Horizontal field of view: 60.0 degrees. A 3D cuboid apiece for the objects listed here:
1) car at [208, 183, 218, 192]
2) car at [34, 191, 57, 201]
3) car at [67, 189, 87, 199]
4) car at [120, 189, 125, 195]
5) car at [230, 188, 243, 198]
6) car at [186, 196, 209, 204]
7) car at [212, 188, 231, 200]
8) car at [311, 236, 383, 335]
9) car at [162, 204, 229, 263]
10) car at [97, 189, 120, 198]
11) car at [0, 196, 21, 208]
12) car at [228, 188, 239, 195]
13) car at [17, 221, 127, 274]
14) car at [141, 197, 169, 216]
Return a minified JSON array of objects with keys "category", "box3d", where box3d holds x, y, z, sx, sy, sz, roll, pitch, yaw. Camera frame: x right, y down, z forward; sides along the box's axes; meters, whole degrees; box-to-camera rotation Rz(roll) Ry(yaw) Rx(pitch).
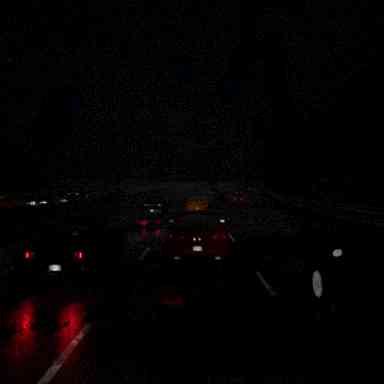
[{"category":"car","box3d":[6.361,-1.019,93.512,2.097,1.767,4.553,0,2,2]},{"category":"car","box3d":[-22.730,0.602,51.779,1.882,1.535,5.008,0,2,-1]},{"category":"car","box3d":[-19.648,0.323,56.890,2.097,1.767,4.553,0,2,2]},{"category":"car","box3d":[-15.575,0.027,70.894,2.128,1.511,4.902,0,2,2]},{"category":"car","box3d":[8.468,0.256,62.327,2.128,1.511,4.902,0,2,4]},{"category":"car","box3d":[0.519,1.115,30.084,1.882,1.535,5.008,0,1,1]},{"category":"car","box3d":[4.814,0.534,55.364,2.033,1.411,5.357,0,2,2]},{"category":"car","box3d":[3.497,1.396,5.203,1.882,1.535,5.008,0,0,0]},{"category":"car","box3d":[0.180,1.418,11.832,1.882,1.535,5.008,0,1,1]},{"category":"car","box3d":[-12.945,0.614,50.844,1.882,1.535,5.008,0,1,3]},{"category":"car","box3d":[-17.200,1.137,29.463,1.882,1.535,5.008,0,1,2]},{"category":"car","box3d":[9.004,-0.130,72.335,1.837,1.490,4.892,0,2,2]},{"category":"car","box3d":[-3.338,1.554,10.387,1.895,1.301,4.718,0,1,1]},{"category":"car","box3d":[-3.034,1.176,28.049,2.128,1.511,4.902,0,1,1]}]
